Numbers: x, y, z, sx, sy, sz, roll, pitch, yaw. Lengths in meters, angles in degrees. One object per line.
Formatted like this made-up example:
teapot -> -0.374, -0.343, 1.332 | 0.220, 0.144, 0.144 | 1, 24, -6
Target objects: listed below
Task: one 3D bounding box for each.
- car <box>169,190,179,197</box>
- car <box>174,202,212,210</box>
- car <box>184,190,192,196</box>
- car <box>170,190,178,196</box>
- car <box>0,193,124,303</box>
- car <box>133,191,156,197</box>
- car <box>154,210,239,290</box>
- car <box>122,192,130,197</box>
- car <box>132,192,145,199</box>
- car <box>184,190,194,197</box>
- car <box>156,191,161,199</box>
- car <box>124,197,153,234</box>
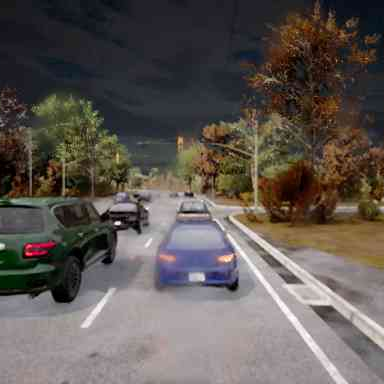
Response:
car -> -4.166, 0.436, 76.228 | 2.128, 1.511, 4.902 | 0, 1, -2
car -> 0.074, 1.263, 17.927 | 2.128, 1.511, 4.902 | 0, 1, 0
car -> -1.173, 0.200, 86.475 | 1.812, 1.442, 4.674 | 0, 1, -4
car -> -4.667, 0.204, 86.270 | 1.812, 1.442, 4.674 | 0, 1, -4
car -> -3.409, 1.131, 8.156 | 2.150, 2.045, 5.566 | 0, 0, 0
car -> -7.207, 0.835, 51.013 | 2.033, 1.411, 5.357 | 0, 1, 0
car -> 0.088, 1.432, 8.674 | 1.812, 1.442, 4.674 | 0, 1, 0
car -> -10.708, 0.812, 51.060 | 1.812, 1.442, 4.674 | 0, 1, 0
car -> -10.888, 0.643, 67.655 | 1.895, 1.301, 4.718 | 0, 1, -1
car -> -0.667, 0.395, 76.332 | 1.882, 1.535, 5.008 | 0, 1, -2
car -> -7.394, 0.570, 67.654 | 1.812, 1.442, 4.674 | 0, 1, -1
car -> -3.427, 1.251, 17.810 | 1.882, 1.535, 5.008 | 0, 1, 0
